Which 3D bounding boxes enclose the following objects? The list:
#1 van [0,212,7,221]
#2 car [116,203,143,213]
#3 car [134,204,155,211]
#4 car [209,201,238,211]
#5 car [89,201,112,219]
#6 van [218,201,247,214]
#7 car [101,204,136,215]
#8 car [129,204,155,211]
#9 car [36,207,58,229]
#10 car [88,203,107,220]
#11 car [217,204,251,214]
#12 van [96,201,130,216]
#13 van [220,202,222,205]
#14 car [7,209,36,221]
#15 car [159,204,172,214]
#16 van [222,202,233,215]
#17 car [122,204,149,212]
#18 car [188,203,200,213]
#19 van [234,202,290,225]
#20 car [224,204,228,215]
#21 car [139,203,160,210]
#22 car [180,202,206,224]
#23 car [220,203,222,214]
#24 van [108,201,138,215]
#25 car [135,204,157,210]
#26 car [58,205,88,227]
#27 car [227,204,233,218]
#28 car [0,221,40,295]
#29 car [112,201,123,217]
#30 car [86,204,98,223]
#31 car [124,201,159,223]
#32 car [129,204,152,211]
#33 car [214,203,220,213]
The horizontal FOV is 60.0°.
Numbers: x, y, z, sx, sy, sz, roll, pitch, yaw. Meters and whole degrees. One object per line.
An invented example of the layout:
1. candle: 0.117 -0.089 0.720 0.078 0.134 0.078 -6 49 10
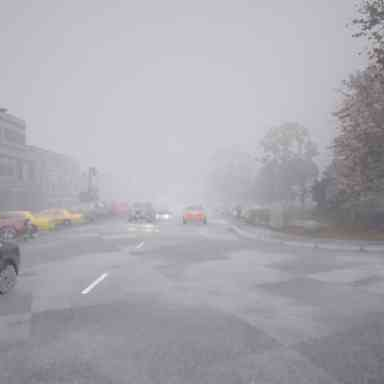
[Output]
1. van: -11.273 1.518 15.207 4.442 1.987 1.878 0 -2 -20
2. car: -11.124 2.811 59.136 4.553 1.767 2.185 0 -2 -20
3. car: -10.977 3.511 76.734 4.674 1.452 2.002 0 -2 -20
4. car: 6.778 3.041 70.773 5.566 2.045 2.435 1 -2 -20
5. car: -11.284 2.144 35.682 4.553 1.767 2.185 0 -2 -20
6. van: 6.810 2.625 56.116 4.442 1.987 1.878 1 -2 -20
7. car: -11.144 2.676 50.342 5.008 1.535 2.097 0 -1 -20
8. car: -11.167 3.379 73.734 5.366 1.575 1.946 0 -2 -20
9. car: -11.522 1.890 20.961 5.366 1.575 1.946 0 -1 -20
10. car: -11.260 2.194 32.748 4.892 1.521 2.231 0 -1 -20
11. car: 6.674 2.761 53.122 4.892 1.521 2.231 1 -2 -20
12. van: -11.281 2.367 47.373 4.442 1.987 1.878 0 -1 -20
13. van: 6.754 2.368 47.284 4.442 1.987 1.878 1 -2 -20
14. car: -11.391 1.848 18.077 4.792 1.488 2.163 0 -1 -20
15. car: -4.741 2.885 53.511 1.895 1.301 4.718 0 -2 1
16. van: 6.499 2.199 41.311 4.442 1.987 1.878 1 -1 -20
17. car: -11.025 3.143 65.015 4.792 1.488 2.163 0 -2 -20
18. car: 0.336 2.798 58.954 2.097 1.767 4.553 0 -2 1
19. van: 6.418 1.886 29.539 4.442 1.987 1.878 1 -1 -20
20. car: 6.586 2.387 38.403 4.674 1.452 2.002 1 -1 -20
21. car: -10.913 3.740 85.527 4.892 1.521 2.231 0 -2 -20
22. car: 0.243 2.044 32.091 2.097 1.767 4.553 0 -1 0
23. car: 6.619 2.548 44.295 4.674 1.452 2.002 1 -2 -20
24. van: -11.027 2.535 53.324 4.442 1.987 1.878 0 -2 -20
25. car: -10.963 3.562 79.667 4.892 1.521 2.231 0 -2 -20
26. car: -11.482 2.039 26.820 5.366 1.575 1.946 0 -1 -20
27. car: 6.569 2.308 35.459 4.674 1.452 2.002 1 -1 -20
28. car: -5.089 1.545 6.175 2.128 1.511 4.902 0 -1 0
29. car: -11.258 2.097 38.607 5.566 2.045 2.435 0 -1 -20
30. car: -11.255 2.146 29.822 4.792 1.488 2.163 0 -2 -19
31. car: -4.939 1.944 33.335 2.150 2.045 5.566 0 -1 1
32. car: -11.016 3.333 70.868 4.674 1.452 2.002 0 -2 -20
33. car: 6.488 2.668 50.114 5.366 1.575 1.946 1 -2 -20
